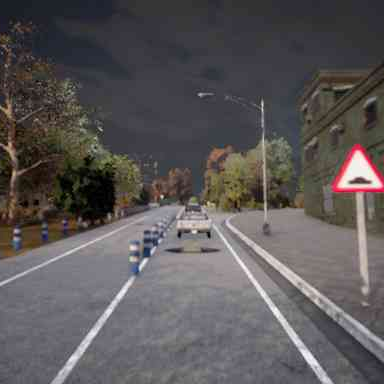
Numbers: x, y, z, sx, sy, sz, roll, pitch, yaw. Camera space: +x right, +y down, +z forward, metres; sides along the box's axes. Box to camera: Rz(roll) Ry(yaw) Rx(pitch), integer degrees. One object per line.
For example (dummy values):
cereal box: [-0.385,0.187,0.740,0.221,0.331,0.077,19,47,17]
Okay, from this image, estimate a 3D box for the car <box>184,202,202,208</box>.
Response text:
car: [0.133,1.941,38.490,1.837,1.490,4.892,0,-1,0]

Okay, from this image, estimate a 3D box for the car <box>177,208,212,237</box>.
car: [0.121,1.827,19.750,1.895,1.301,4.718,0,-1,0]
